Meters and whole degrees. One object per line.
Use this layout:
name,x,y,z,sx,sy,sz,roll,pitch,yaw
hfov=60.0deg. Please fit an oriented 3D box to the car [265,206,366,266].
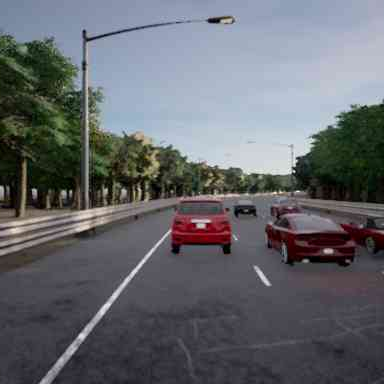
car,3.835,1.478,11.643,1.882,1.535,5.008,0,0,2

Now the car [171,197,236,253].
car,0.403,1.220,13.840,2.150,2.045,5.566,0,0,2

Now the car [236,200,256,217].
car,4.977,1.478,31.737,1.882,1.535,5.008,0,0,5

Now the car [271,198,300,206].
car,8.341,1.355,29.849,2.097,1.767,4.553,0,0,4

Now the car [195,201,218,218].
car,1.388,1.562,30.735,1.994,1.385,4.181,0,0,4

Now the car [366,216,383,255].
car,7.389,1.604,13.361,1.895,1.301,4.718,0,0,2
